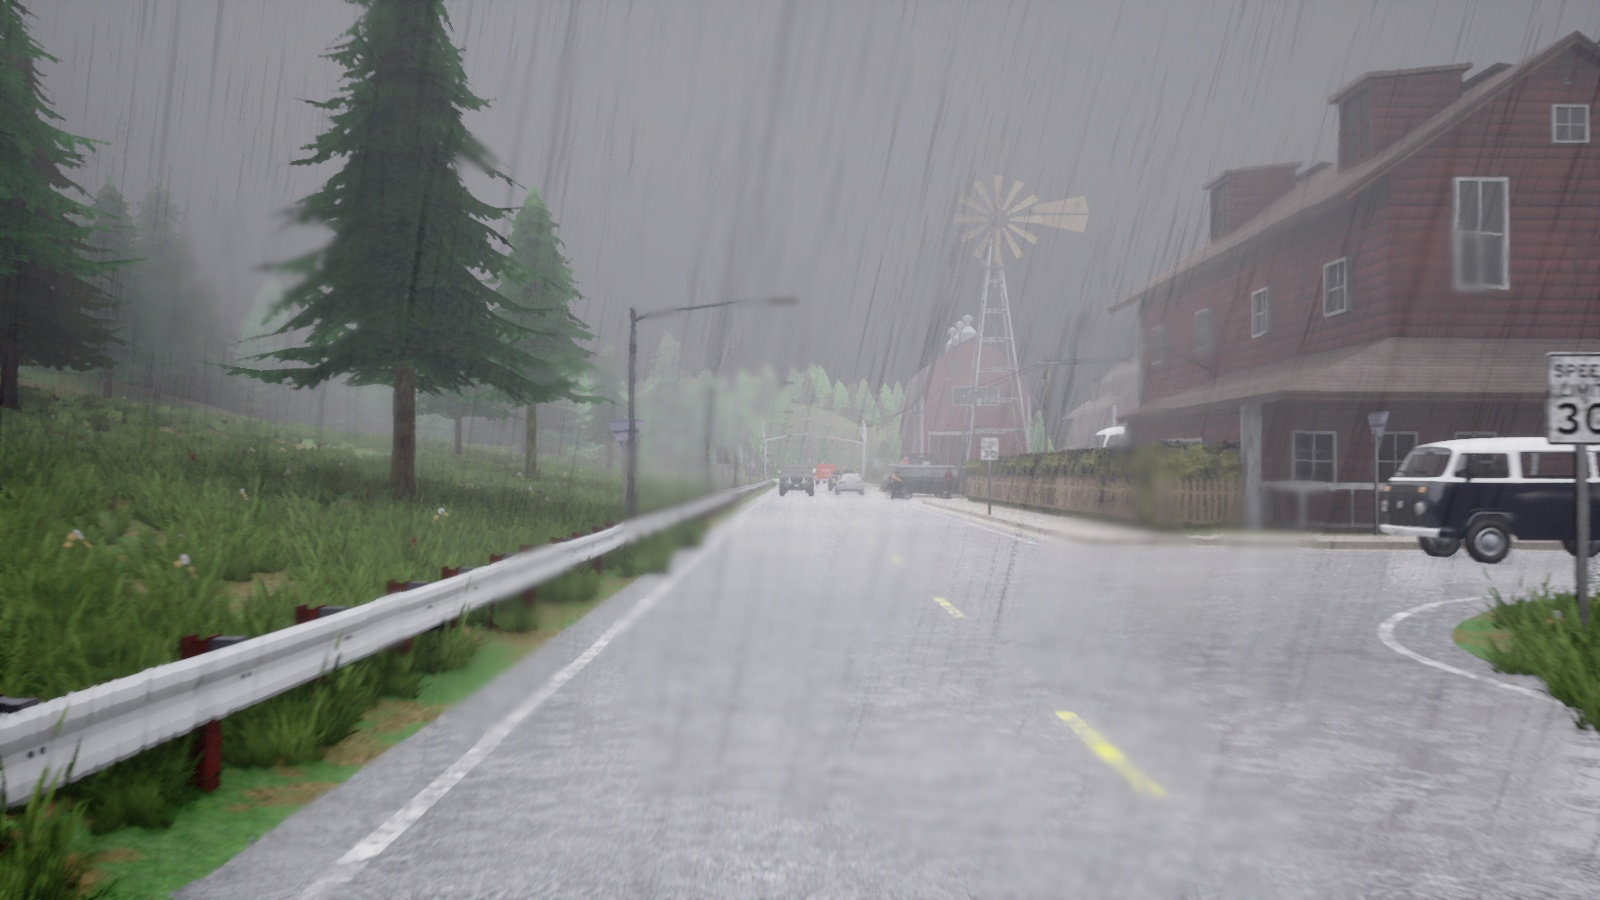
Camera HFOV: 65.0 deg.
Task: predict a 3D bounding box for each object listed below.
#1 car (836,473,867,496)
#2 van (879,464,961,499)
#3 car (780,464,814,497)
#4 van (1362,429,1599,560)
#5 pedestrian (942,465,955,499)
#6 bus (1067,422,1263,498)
[{"bbox_3d":[3.303,2.231,81.618,1.812,1.442,4.674,0,-1,0],"label":"car"},{"bbox_3d":[6.949,1.791,72.694,4.442,1.987,1.775,0,-1,-7],"label":"van"},{"bbox_3d":[-0.196,1.927,80.994,2.150,2.045,5.566,0,-1,0],"label":"car"},{"bbox_3d":[12.004,0.707,20.741,4.480,2.038,2.069,0,-1,0],"label":"van"},{"bbox_3d":[8.217,1.760,69.353,0.636,1.846,0.331,0,-1,-32],"label":"pedestrian"},{"bbox_3d":[21.112,0.612,73.138,10.273,4.253,3.944,0,-1,0],"label":"bus"}]
